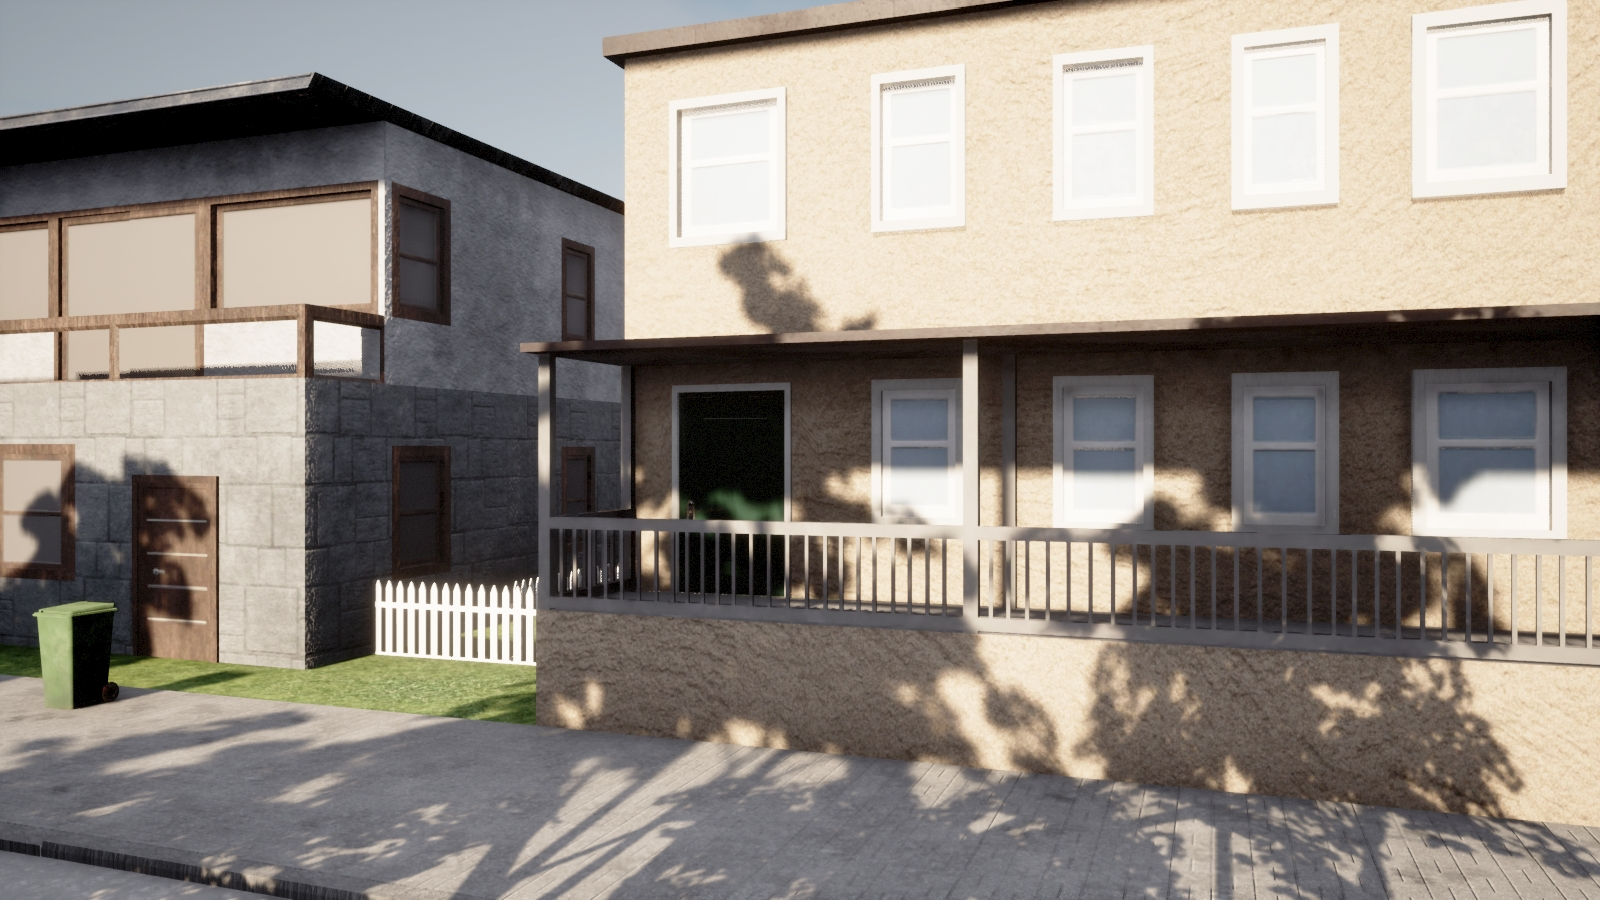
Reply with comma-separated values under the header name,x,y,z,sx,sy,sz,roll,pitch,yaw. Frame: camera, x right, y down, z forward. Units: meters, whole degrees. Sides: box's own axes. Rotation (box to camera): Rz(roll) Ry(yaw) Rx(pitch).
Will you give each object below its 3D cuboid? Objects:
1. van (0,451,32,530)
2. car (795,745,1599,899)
name,x,y,z,sx,sy,sz,roll,pitch,yaw
van,-27.753,1.329,35.973,1.988,2.561,5.915,0,0,20
car,2.200,1.898,3.033,4.181,1.385,1.994,0,0,20
